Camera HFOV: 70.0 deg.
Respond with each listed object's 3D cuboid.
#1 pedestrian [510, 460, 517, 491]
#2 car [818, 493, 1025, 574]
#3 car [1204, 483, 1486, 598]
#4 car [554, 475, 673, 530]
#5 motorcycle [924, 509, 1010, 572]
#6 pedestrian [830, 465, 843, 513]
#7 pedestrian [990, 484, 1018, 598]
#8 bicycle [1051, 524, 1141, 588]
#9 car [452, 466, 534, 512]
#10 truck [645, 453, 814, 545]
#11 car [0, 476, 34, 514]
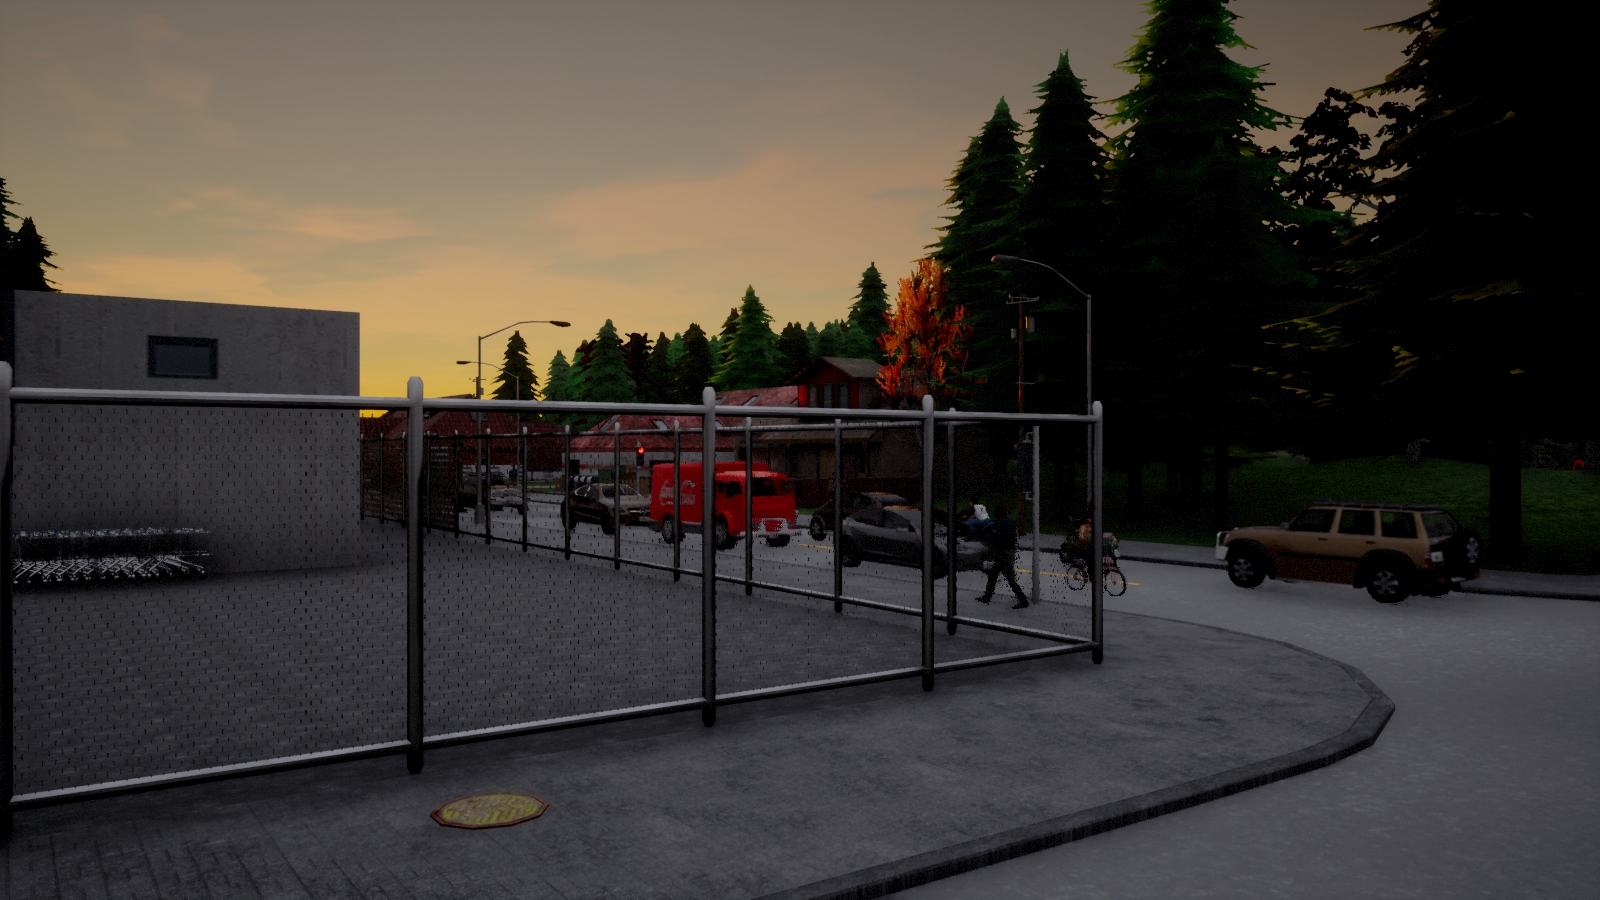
[{"bbox_3d":[-17.247,1.519,68.822,0.375,1.860,0.375,0,0,-10],"label":"pedestrian"},{"bbox_3d":[2.702,1.839,26.489,2.163,1.488,4.792,0,0,-35],"label":"car"},{"bbox_3d":[10.455,1.640,22.265,1.932,1.855,4.605,0,0,-36],"label":"car"},{"bbox_3d":[-6.574,1.769,39.827,2.152,1.651,5.027,0,0,-35],"label":"car"},{"bbox_3d":[3.660,1.959,25.125,0.856,1.236,1.805,0,0,-35],"label":"motorcycle"},{"bbox_3d":[1.421,1.521,44.655,0.375,1.860,0.375,0,0,-34],"label":"pedestrian"},{"bbox_3d":[3.418,1.515,19.159,0.375,1.860,0.375,0,0,24],"label":"pedestrian"},{"bbox_3d":[5.726,2.034,22.162,0.859,1.080,1.487,0,0,-35],"label":"bicycle"},{"bbox_3d":[-13.393,1.641,49.643,1.932,1.855,4.605,0,0,-36],"label":"car"},{"bbox_3d":[-2.172,1.361,33.473,2.627,2.467,5.204,0,-1,-35],"label":"truck"},{"bbox_3d":[-33.862,1.840,46.059,4.892,1.480,2.231,0,0,-35],"label":"car"}]
